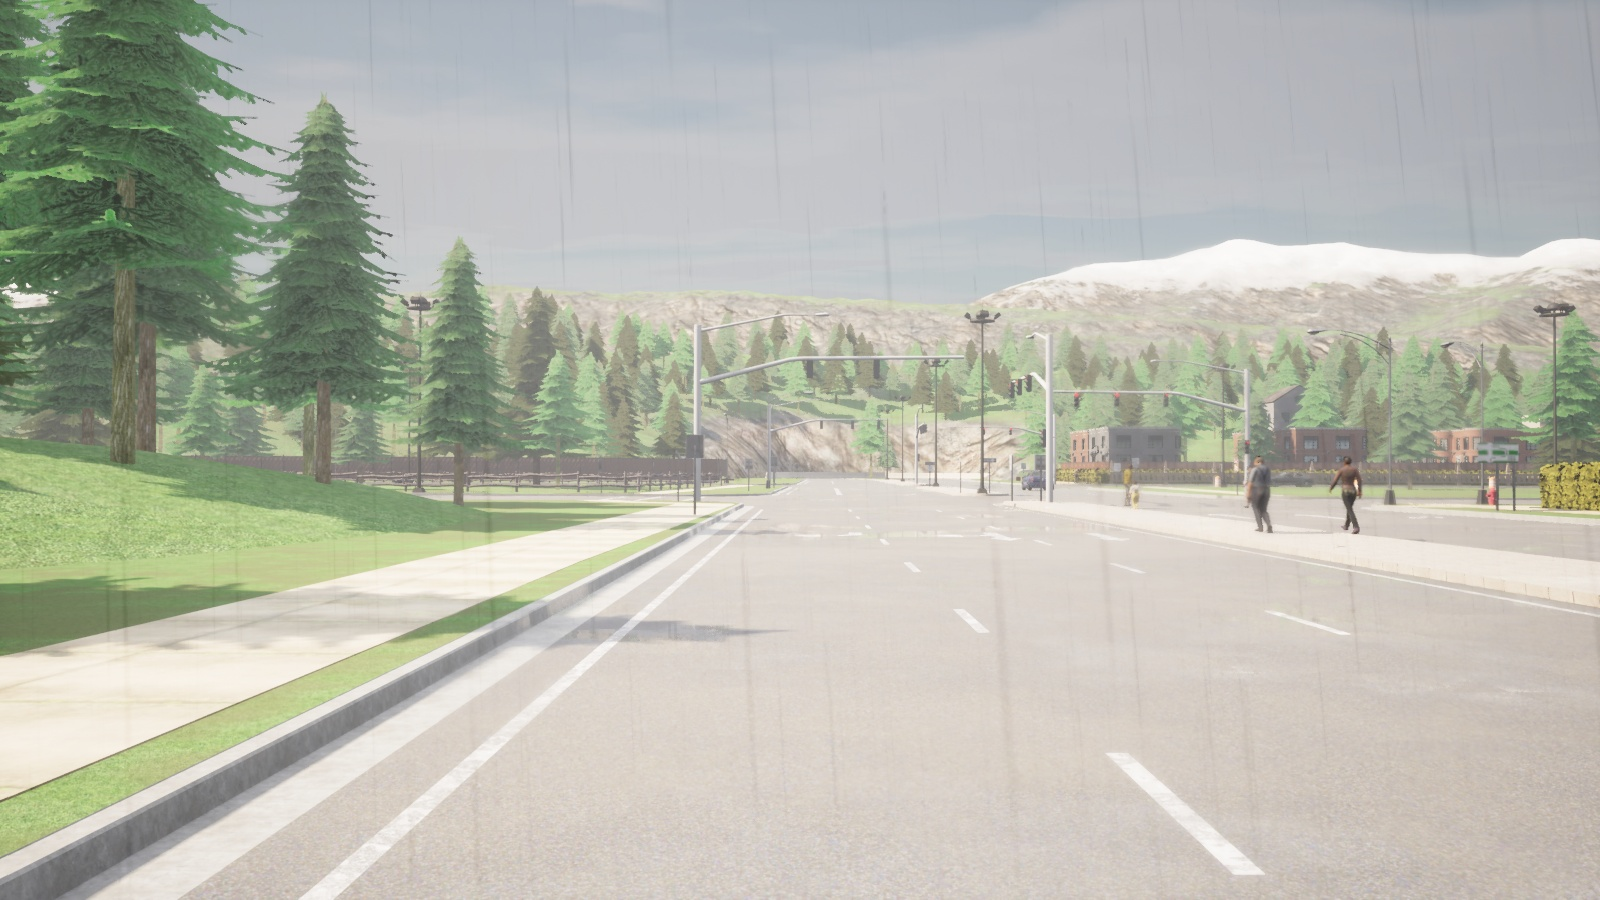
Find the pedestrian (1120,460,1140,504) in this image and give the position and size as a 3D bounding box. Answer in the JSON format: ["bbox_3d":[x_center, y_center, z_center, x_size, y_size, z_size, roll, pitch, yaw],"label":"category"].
[{"bbox_3d":[14.037,1.365,53.381,0.726,1.835,0.370,0,-1,-15],"label":"pedestrian"}]

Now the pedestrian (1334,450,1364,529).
[{"bbox_3d":[12.730,0.908,29.129,0.328,1.805,0.869,0,-1,1],"label":"pedestrian"}]

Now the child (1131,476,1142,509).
[{"bbox_3d":[12.872,1.619,48.056,0.270,1.263,0.437,0,-1,-2],"label":"child"}]

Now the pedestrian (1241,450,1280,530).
[{"bbox_3d":[10.796,0.924,29.447,0.540,1.848,0.694,0,-1,-15],"label":"pedestrian"}]
